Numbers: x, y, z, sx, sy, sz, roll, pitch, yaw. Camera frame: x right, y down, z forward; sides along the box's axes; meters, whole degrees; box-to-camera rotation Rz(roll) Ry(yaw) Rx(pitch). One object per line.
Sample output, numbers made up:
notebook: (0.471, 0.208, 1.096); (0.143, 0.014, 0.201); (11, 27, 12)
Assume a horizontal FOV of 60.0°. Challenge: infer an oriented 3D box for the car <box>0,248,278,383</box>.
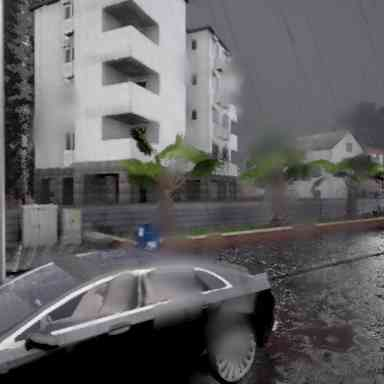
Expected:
car: (-1.134, 1.489, 3.794); (4.902, 1.511, 2.128); (0, 0, -35)
